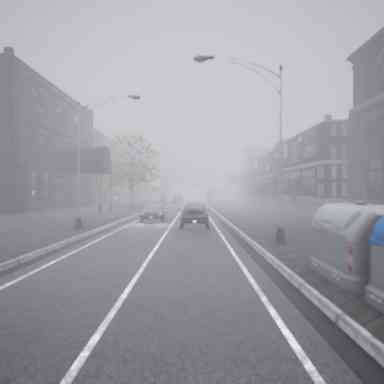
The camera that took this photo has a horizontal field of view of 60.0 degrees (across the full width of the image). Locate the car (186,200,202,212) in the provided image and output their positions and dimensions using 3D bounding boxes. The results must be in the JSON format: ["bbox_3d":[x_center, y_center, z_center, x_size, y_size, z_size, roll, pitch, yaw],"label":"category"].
[{"bbox_3d":[0.222,1.760,41.978,1.895,1.301,4.718,0,0,0],"label":"car"}]

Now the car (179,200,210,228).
[{"bbox_3d":[0.166,1.558,22.702,1.837,1.490,4.892,0,0,0],"label":"car"}]

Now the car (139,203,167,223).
[{"bbox_3d":[-3.014,1.596,26.625,1.812,1.442,4.674,0,0,0],"label":"car"}]

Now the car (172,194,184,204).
[{"bbox_3d":[-2.804,1.411,67.620,2.150,2.045,5.566,0,0,0],"label":"car"}]
